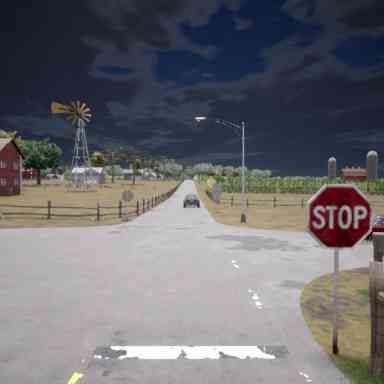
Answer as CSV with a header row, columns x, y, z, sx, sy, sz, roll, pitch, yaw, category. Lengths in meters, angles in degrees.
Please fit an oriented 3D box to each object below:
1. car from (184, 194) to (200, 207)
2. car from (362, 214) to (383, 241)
x,y,z,sx,sy,sz,roll,pitch,yaw,category
-0.050,1.062,45.465,2.097,1.767,4.553,0,1,0,car
8.752,1.726,16.044,4.718,1.301,1.895,1,2,-4,car
